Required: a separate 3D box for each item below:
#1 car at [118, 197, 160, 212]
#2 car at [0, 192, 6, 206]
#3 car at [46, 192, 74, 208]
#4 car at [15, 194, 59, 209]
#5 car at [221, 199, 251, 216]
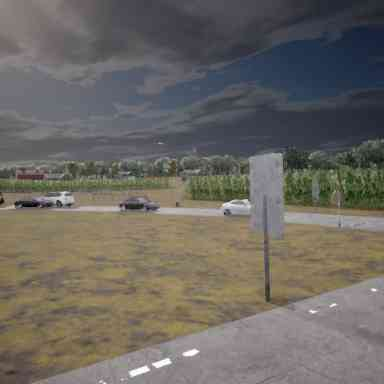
[{"bbox_3d":[-5.797,1.345,36.253,4.892,1.490,1.837,-1,2,30],"label":"car"},{"bbox_3d":[-29.246,1.025,46.775,5.566,2.045,2.150,0,1,5],"label":"car"},{"bbox_3d":[-18.658,1.008,44.914,5.566,2.045,2.150,0,2,15],"label":"car"},{"bbox_3d":[-20.134,1.348,42.523,5.008,1.535,1.882,0,2,15],"label":"car"},{"bbox_3d":[4.554,1.346,28.153,4.674,1.442,1.812,0,2,45],"label":"car"}]
